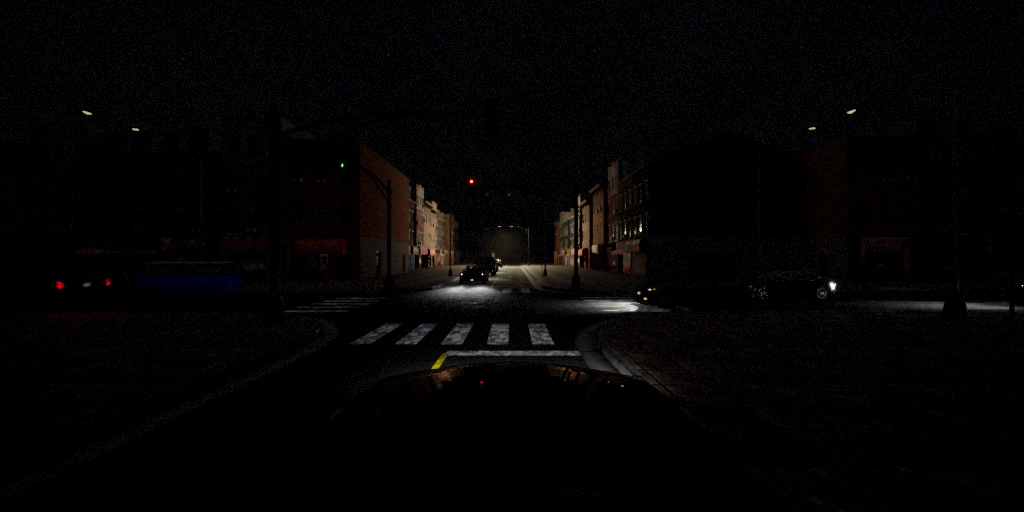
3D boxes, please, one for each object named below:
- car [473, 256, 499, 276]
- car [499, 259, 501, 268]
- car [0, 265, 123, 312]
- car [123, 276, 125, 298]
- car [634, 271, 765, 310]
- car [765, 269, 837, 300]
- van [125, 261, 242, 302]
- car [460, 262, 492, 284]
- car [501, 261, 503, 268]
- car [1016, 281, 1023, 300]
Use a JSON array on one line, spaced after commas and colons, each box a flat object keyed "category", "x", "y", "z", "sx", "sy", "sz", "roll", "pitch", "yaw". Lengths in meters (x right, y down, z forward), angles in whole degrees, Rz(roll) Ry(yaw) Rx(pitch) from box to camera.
[{"category": "car", "x": -2.774, "y": 0.991, "z": 37.161, "sx": 2.150, "sy": 2.045, "sz": 5.566, "roll": 0, "pitch": 0, "yaw": 0}, {"category": "car", "x": -2.742, "y": 1.281, "z": 47.310, "sx": 1.837, "sy": 1.490, "sz": 4.892, "roll": 0, "pitch": 0, "yaw": 0}, {"category": "car", "x": -18.555, "y": 1.143, "z": 13.864, "sx": 4.553, "sy": 1.767, "sz": 2.097, "roll": 0, "pitch": 0, "yaw": 0}, {"category": "car", "x": -20.186, "y": 1.238, "z": 16.397, "sx": 4.097, "sy": 1.591, "sz": 1.967, "roll": 0, "pitch": 0, "yaw": 0}, {"category": "car", "x": 7.057, "y": 1.289, "z": 14.141, "sx": 4.181, "sy": 1.385, "sz": 1.994, "roll": 0, "pitch": 0, "yaw": 4}, {"category": "car", "x": 12.291, "y": 1.266, "z": 16.480, "sx": 4.403, "sy": 1.370, "sz": 2.007, "roll": 0, "pitch": 0, "yaw": 0}, {"category": "van", "x": -14.711, "y": 1.123, "z": 16.411, "sx": 3.998, "sy": 1.789, "sz": 1.690, "roll": 0, "pitch": 0, "yaw": 0}, {"category": "car", "x": -2.794, "y": 1.364, "z": 27.296, "sx": 1.895, "sy": 1.301, "sz": 4.718, "roll": 0, "pitch": 0, "yaw": 0}, {"category": "car", "x": -2.620, "y": 1.300, "z": 62.183, "sx": 2.128, "sy": 1.511, "sz": 4.902, "roll": 0, "pitch": 0, "yaw": 0}, {"category": "car", "x": 22.915, "y": 1.186, "z": 13.969, "sx": 4.902, "sy": 1.511, "sz": 2.128, "roll": 0, "pitch": 0, "yaw": 0}]
